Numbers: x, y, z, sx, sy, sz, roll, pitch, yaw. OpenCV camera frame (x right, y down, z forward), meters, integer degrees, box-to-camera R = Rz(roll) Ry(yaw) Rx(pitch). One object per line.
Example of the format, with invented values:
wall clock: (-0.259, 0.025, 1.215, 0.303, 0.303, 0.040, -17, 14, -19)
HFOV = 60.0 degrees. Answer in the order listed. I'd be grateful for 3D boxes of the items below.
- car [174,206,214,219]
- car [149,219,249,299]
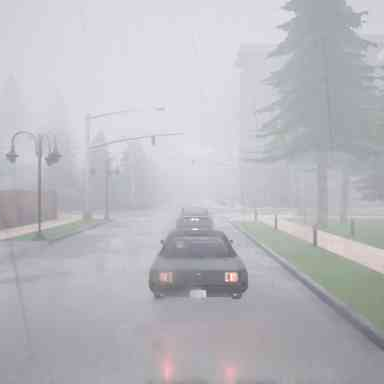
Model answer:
car: (0.131, 1.505, 17.650, 1.837, 1.490, 4.892, 0, 0, 0)
car: (0.119, 1.601, 8.388, 1.895, 1.301, 4.718, 0, 0, 0)
